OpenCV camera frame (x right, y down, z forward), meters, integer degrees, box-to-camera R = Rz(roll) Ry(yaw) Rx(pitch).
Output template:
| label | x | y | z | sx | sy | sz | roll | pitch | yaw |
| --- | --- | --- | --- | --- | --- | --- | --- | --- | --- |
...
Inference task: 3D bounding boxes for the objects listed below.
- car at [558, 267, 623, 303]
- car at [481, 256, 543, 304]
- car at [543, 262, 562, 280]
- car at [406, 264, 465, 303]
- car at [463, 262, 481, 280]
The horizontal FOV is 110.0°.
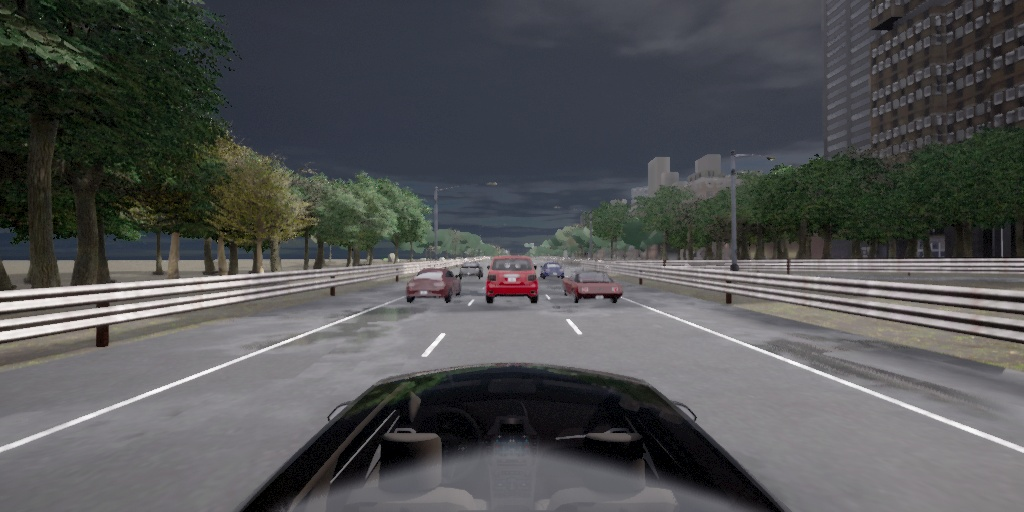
| label | x | y | z | sx | sy | sz | roll | pitch | yaw |
| --- | --- | --- | --- | --- | --- | --- | --- | --- | --- |
| car | 3.500 | 1.366 | 16.530 | 1.895 | 1.301 | 4.718 | 0 | 0 | 0 |
| car | 0.000 | 1.008 | 16.530 | 2.150 | 2.045 | 5.566 | 0 | 0 | 0 |
| car | 3.500 | 1.279 | 31.499 | 1.812 | 1.442 | 4.674 | 0 | 0 | 0 |
| car | -3.500 | 1.283 | 16.500 | 1.812 | 1.442 | 4.674 | 0 | 0 | 0 |
| car | -3.500 | 1.241 | 31.500 | 2.128 | 1.511 | 4.902 | 0 | 0 | 0 |
